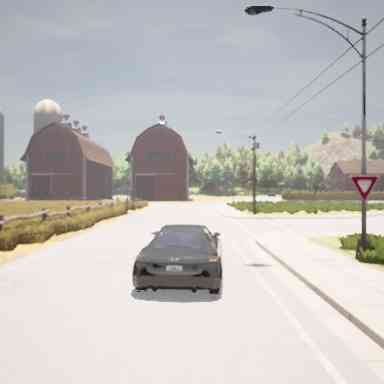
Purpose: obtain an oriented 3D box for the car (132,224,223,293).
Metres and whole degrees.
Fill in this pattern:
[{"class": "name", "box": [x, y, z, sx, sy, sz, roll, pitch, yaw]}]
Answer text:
[{"class": "car", "box": [-0.197, 1.536, 8.849, 1.994, 1.385, 4.181, 0, 0, 5]}]
